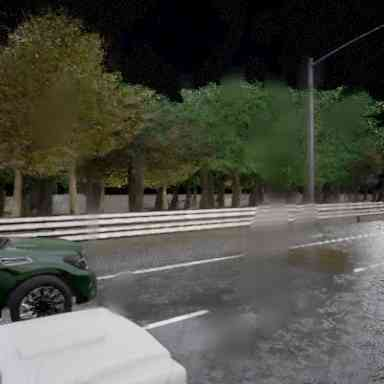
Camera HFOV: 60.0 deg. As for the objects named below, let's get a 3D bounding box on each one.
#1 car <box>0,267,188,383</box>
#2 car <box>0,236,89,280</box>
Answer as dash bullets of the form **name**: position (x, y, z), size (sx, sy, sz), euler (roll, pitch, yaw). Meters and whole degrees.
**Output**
- **car**: position (-2.297, 1.605, 2.108), size (4.718, 1.301, 1.895), euler (0, 0, -36)
- **car**: position (-4.338, 1.225, 4.969), size (5.566, 2.045, 2.150), euler (0, 0, -36)
